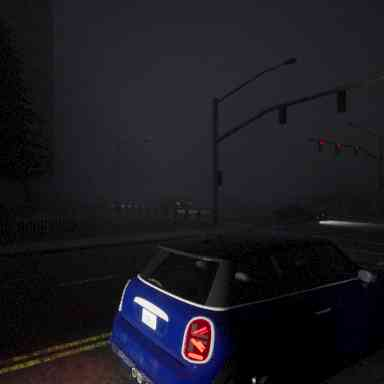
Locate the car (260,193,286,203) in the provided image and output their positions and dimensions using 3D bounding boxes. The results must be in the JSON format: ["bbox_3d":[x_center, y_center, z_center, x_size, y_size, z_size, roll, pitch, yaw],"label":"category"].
[{"bbox_3d":[15.492,1.395,62.674,1.970,1.475,3.806,0,0,-36],"label":"car"}]

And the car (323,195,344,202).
[{"bbox_3d":[31.599,1.364,74.179,1.784,1.438,3.905,0,0,-36],"label":"car"}]

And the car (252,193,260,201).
[{"bbox_3d":[13.787,1.364,80.000,1.784,1.438,3.905,0,0,-36],"label":"car"}]

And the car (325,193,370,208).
[{"bbox_3d":[21.034,1.153,45.243,1.932,1.855,4.605,0,0,-36],"label":"car"}]

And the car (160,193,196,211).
[{"bbox_3d":[-2.018,1.352,41.095,2.097,1.767,4.553,0,0,-36],"label":"car"}]

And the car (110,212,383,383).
[{"bbox_3d":[1.288,1.352,4.718,4.553,1.767,2.097,0,0,-35],"label":"car"}]

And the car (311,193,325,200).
[{"bbox_3d":[29.203,1.153,72.551,1.932,1.855,4.605,0,0,-36],"label":"car"}]

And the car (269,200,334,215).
[{"bbox_3d":[8.638,1.564,26.640,1.994,1.385,4.181,0,0,-39],"label":"car"}]

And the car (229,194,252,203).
[{"bbox_3d":[11.429,1.395,78.321,1.970,1.475,3.806,0,0,-36],"label":"car"}]

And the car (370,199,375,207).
[{"bbox_3d":[23.422,1.156,46.878,1.905,1.878,3.866,0,0,-36],"label":"car"}]

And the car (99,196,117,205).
[{"bbox_3d":[-14.920,1.493,59.226,2.128,1.511,4.902,0,0,-35],"label":"car"}]
